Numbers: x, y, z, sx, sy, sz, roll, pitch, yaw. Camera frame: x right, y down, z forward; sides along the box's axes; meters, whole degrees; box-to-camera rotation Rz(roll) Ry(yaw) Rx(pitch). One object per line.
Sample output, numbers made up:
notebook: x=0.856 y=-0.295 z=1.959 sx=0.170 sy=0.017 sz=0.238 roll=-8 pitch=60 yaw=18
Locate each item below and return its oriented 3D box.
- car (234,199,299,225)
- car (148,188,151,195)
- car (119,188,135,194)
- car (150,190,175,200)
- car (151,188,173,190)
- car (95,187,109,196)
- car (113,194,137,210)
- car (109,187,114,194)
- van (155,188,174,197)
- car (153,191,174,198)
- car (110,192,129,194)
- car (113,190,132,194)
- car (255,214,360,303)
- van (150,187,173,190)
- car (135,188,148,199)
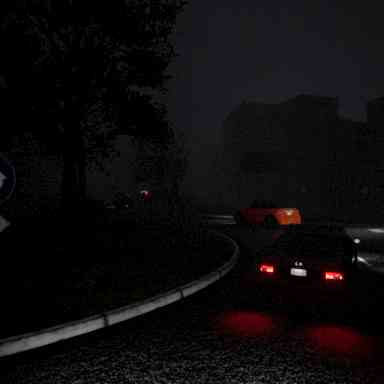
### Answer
car: x=4.737 y=1.308 z=21.667 sx=2.097 sy=1.767 sz=4.553 roll=0 pitch=0 yaw=-30
car: x=-5.795 y=0.338 z=69.459 sx=5.566 sy=2.045 sz=2.435 roll=0 pitch=2 yaw=-6
car: x=-13.708 y=0.552 z=69.974 sx=1.882 sy=1.535 sz=5.008 roll=0 pitch=2 yaw=-5
car: x=-4.958 y=0.796 z=61.253 sx=4.892 sy=1.521 sz=2.231 roll=0 pitch=1 yaw=-6
car: x=-5.210 y=0.602 z=63.993 sx=4.553 sy=1.767 sz=2.185 roll=0 pitch=1 yaw=-6
car: x=-23.671 y=0.084 z=86.148 sx=2.097 sy=1.535 sz=5.008 roll=0 pitch=2 yaw=-2
car: x=-8.122 y=1.289 z=39.743 sx=1.837 sy=1.490 sz=4.892 roll=0 pitch=1 yaw=-19
car: x=-23.815 y=-0.053 z=91.638 sx=2.163 sy=1.488 sz=4.792 roll=0 pitch=2 yaw=0
van: x=-6.431 y=0.142 z=77.485 sx=4.442 sy=1.987 sz=1.878 roll=0 pitch=2 yaw=-4
car: x=-6.335 y=0.485 z=74.780 sx=4.674 sy=1.452 sz=2.002 roll=0 pitch=2 yaw=-4
car: x=-10.903 y=1.113 z=50.207 sx=1.994 sy=1.385 sz=4.181 roll=0 pitch=1 yaw=-11
car: x=-12.568 y=0.869 z=60.111 sx=2.033 sy=1.411 sz=5.357 roll=0 pitch=1 yaw=-6
car: x=3.110 y=1.532 z=8.416 sx=2.033 sy=1.411 sz=5.357 roll=0 pitch=0 yaw=27
van: x=-5.646 y=0.433 z=66.716 sx=4.442 sy=1.987 sz=1.878 roll=0 pitch=1 yaw=-6
car: x=-10.744 y=0.586 z=70.507 sx=2.128 sy=1.511 sz=4.902 roll=0 pitch=2 yaw=-5
